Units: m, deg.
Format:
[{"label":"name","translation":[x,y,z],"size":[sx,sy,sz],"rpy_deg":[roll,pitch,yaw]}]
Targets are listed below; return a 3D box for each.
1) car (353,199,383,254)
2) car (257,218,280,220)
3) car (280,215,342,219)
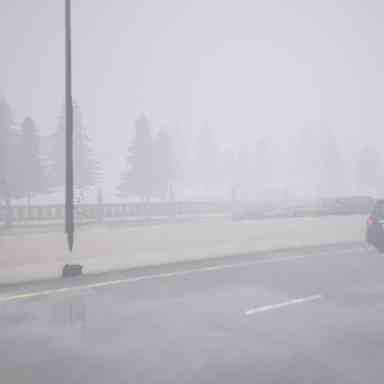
[{"label":"car","translation":[8.780,1.196,11.896],"size":[5.566,2.045,2.150],"rpy_deg":[0,-1,-24]},{"label":"car","translation":[7.041,1.562,22.709],"size":[4.892,1.490,1.837],"rpy_deg":[-1,-1,-22]},{"label":"car","translation":[8.324,1.245,19.511],"size":[5.566,2.045,2.150],"rpy_deg":[-1,0,-22]}]
